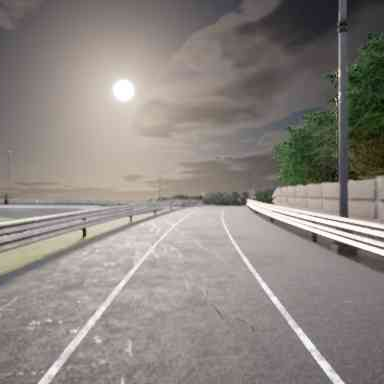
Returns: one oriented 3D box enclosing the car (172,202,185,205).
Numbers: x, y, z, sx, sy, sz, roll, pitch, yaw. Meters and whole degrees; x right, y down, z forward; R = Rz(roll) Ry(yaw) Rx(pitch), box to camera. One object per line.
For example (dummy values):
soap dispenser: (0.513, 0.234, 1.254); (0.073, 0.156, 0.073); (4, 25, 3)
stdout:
car: (-3.852, 3.076, 83.959); (4.902, 1.511, 2.128); (3, -5, -41)
